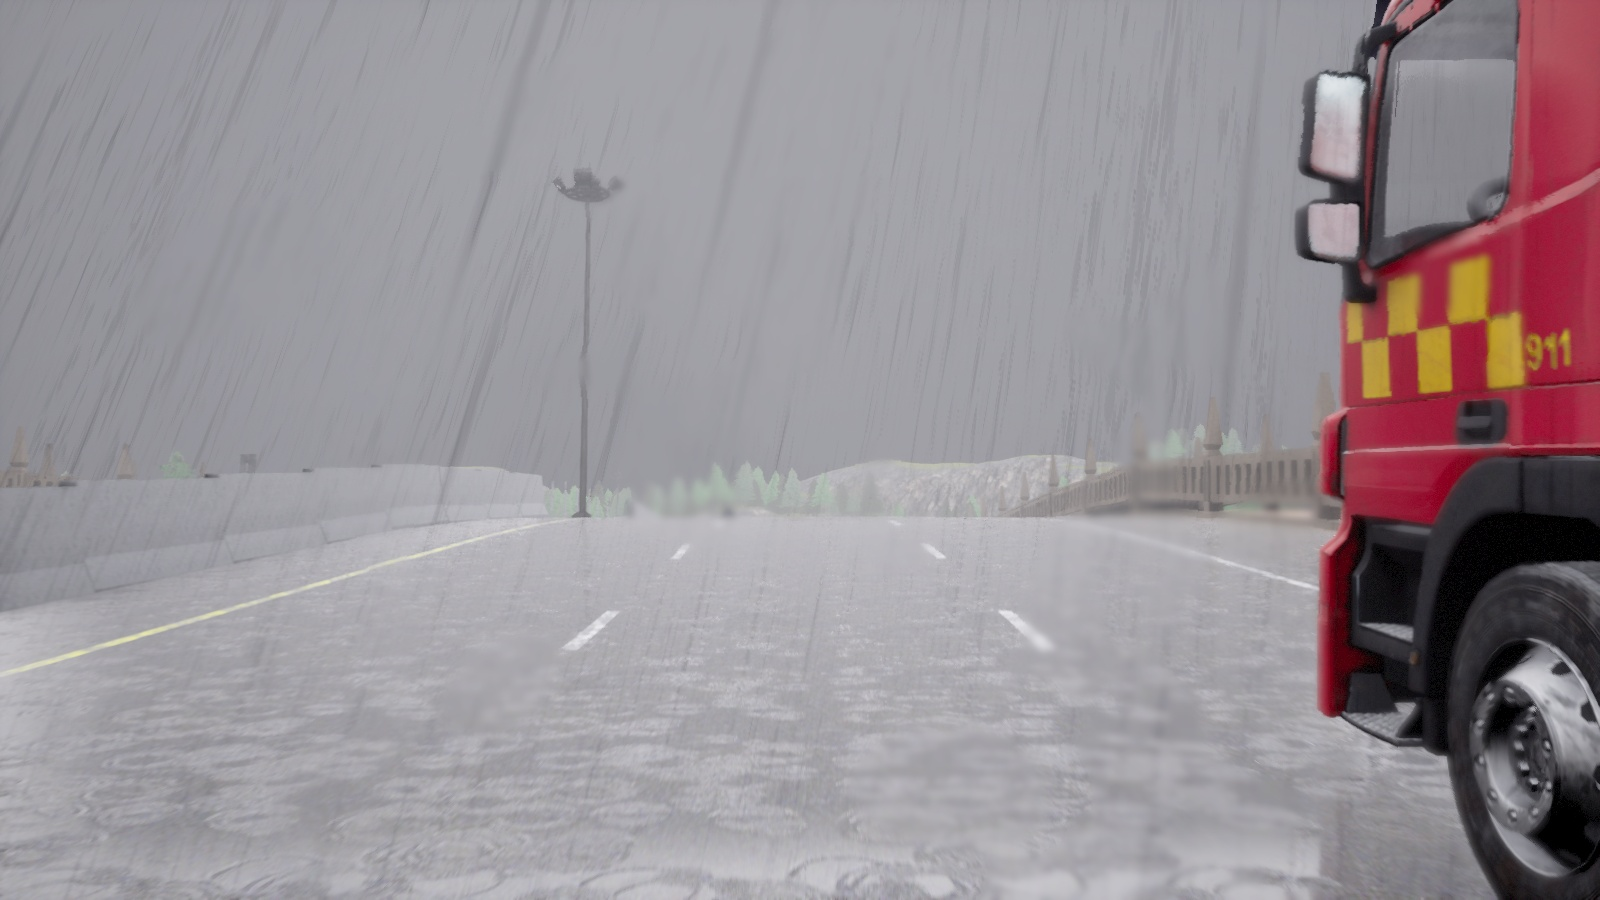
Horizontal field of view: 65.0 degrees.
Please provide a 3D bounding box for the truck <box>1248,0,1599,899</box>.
[{"bbox_3d":[3.525,-0.407,1.637,2.891,3.827,8.468,0,0,0],"label":"truck"}]
